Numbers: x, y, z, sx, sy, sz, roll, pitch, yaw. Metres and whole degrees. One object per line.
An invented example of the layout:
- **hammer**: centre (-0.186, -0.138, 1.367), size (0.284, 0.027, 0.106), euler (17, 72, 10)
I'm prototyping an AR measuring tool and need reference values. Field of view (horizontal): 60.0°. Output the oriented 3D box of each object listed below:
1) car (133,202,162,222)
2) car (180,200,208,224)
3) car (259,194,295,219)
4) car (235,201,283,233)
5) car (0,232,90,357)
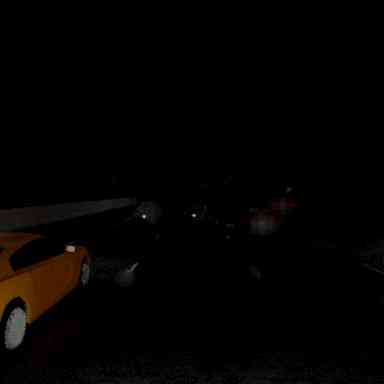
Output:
- **car**: centre (-3.351, 1.493, 25.633), size (1.812, 1.442, 4.674), euler (0, 0, 0)
- **car**: centre (0.147, 1.535, 24.380), size (1.994, 1.385, 4.181), euler (0, 0, 0)
- **car**: centre (7.154, 1.189, 28.605), size (2.150, 2.045, 5.566), euler (0, 0, 0)
- **car**: centre (3.637, 1.503, 19.405), size (1.812, 1.442, 4.674), euler (0, 0, 0)
- **car**: centre (-3.374, 1.469, 6.037), size (1.882, 1.535, 5.008), euler (0, 0, 0)
